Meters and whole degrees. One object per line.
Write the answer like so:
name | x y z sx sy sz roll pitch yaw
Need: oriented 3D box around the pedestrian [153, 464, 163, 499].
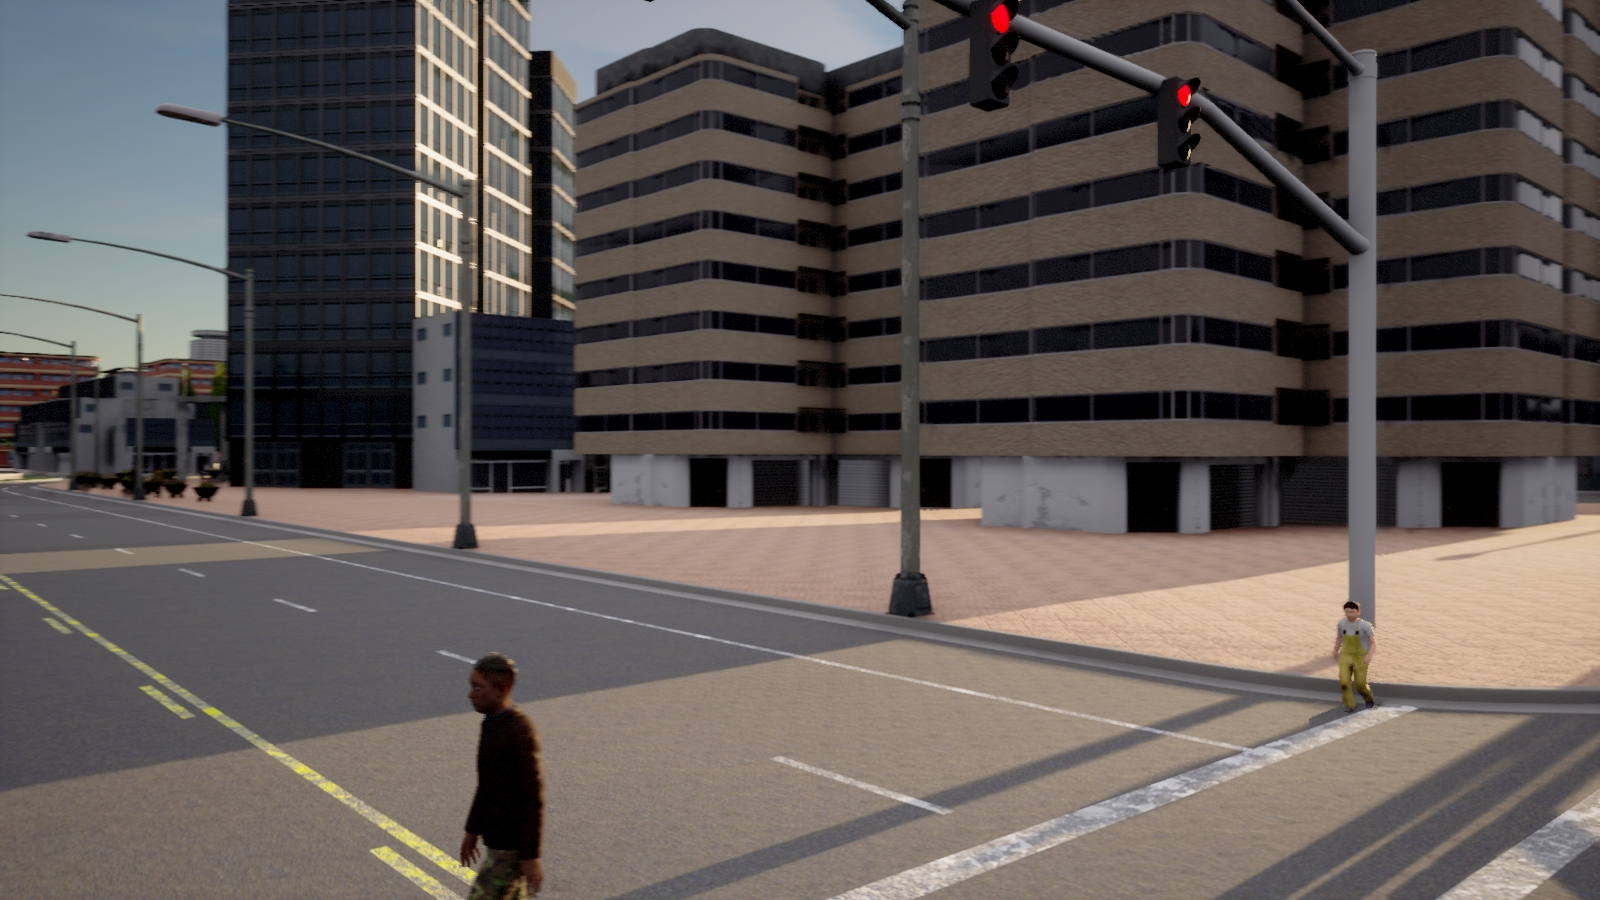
pedestrian | -34.985 1.717 62.238 0.375 1.860 0.375 0 0 -42

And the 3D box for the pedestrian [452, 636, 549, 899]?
pedestrian | -1.423 1.851 5.415 0.375 1.860 0.375 0 0 -27

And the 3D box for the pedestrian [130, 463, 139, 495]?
pedestrian | -39.095 1.718 67.095 0.375 1.860 0.375 0 0 -41

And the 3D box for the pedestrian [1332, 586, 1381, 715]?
pedestrian | 5.977 2.138 12.265 0.375 1.300 0.375 0 0 44
